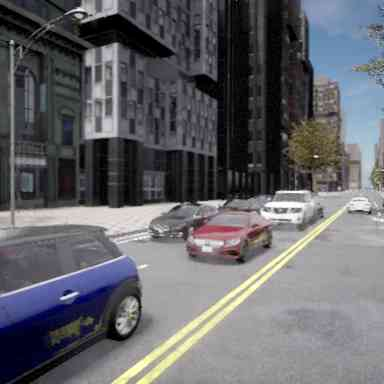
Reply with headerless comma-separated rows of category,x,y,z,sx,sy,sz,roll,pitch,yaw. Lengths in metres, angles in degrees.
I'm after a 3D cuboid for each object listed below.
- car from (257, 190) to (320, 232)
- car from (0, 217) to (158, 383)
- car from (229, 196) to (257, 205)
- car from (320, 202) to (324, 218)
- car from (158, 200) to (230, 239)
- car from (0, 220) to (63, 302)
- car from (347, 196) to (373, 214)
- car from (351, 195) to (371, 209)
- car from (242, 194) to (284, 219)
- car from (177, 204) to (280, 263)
car,5.800,0.919,19.468,2.150,2.045,5.566,1,1,28
car,-2.569,1.282,3.885,2.097,1.767,4.553,1,1,27
car,2.942,1.165,21.023,1.837,1.490,4.892,1,1,28
car,8.352,1.091,24.450,2.097,1.767,4.553,1,1,29
car,-0.112,1.303,15.492,1.837,1.490,4.892,1,1,28
car,-4.914,1.446,6.458,1.994,1.385,4.181,1,1,28
car,15.501,1.232,30.706,1.812,1.442,4.674,1,1,28
car,20.859,1.162,40.853,2.033,1.411,5.357,1,1,29
car,5.717,1.050,26.419,2.097,1.767,4.553,1,1,28
car,1.537,1.383,11.700,1.812,1.442,4.674,1,1,28
